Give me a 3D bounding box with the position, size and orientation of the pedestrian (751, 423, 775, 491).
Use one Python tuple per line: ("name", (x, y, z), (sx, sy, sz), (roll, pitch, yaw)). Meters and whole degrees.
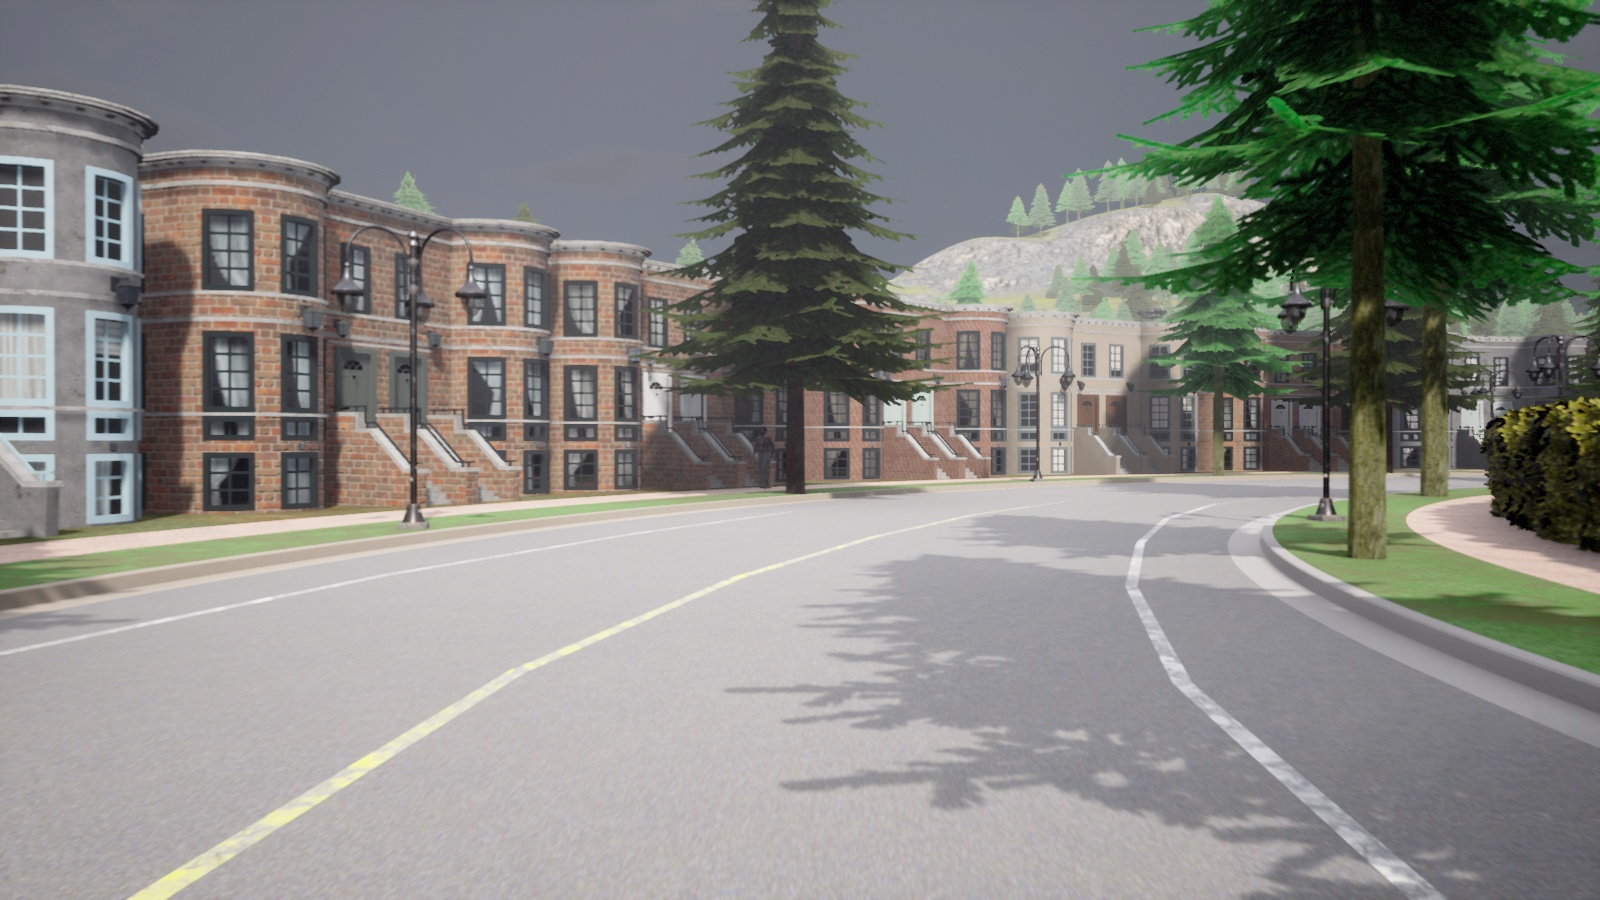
("pedestrian", (-1.063, 0.205, 36.170), (0.402, 1.930, 0.666), (0, 0, 31))
